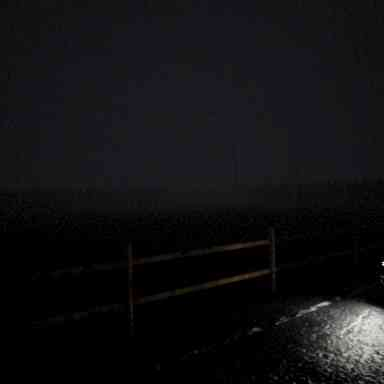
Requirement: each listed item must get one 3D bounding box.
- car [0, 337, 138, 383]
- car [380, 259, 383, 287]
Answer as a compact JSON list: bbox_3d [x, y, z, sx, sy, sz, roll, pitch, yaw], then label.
[{"bbox_3d":[-2.146,1.616,1.467,4.181,1.385,1.994,-1,0,-38],"label":"car"},{"bbox_3d":[6.174,1.430,7.670,4.892,1.490,1.837,-1,0,-37],"label":"car"}]
